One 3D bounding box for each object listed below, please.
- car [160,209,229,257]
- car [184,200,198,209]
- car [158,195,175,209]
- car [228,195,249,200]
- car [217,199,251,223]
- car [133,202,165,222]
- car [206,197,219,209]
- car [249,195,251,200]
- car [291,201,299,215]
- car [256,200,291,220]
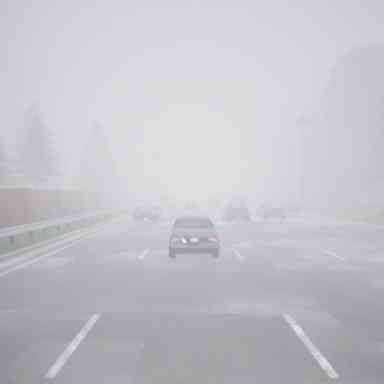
[{"bbox_3d":[0.055,1.608,13.242,2.033,1.411,5.357,0,0,0],"label":"car"},{"bbox_3d":[-0.129,1.749,44.105,2.033,1.411,5.357,0,0,0],"label":"car"},{"bbox_3d":[-3.650,1.442,47.930,2.150,2.045,5.566,0,0,0],"label":"car"},{"bbox_3d":[6.836,1.455,50.716,2.150,2.045,5.566,0,0,0],"label":"car"},{"bbox_3d":[3.473,1.615,26.882,2.128,1.511,4.902,0,0,0],"label":"car"},{"bbox_3d":[-3.528,1.725,27.159,1.895,1.301,4.718,0,0,0],"label":"car"},{"bbox_3d":[3.334,1.583,50.854,2.097,1.767,4.553,0,0,0],"label":"car"},{"bbox_3d":[10.149,1.521,65.306,2.150,2.045,5.566,0,0,0],"label":"car"},{"bbox_3d":[10.366,1.661,36.835,2.128,1.511,4.902,0,0,0],"label":"car"},{"bbox_3d":[6.960,1.660,29.396,1.812,1.442,4.674,0,0,0],"label":"car"}]
